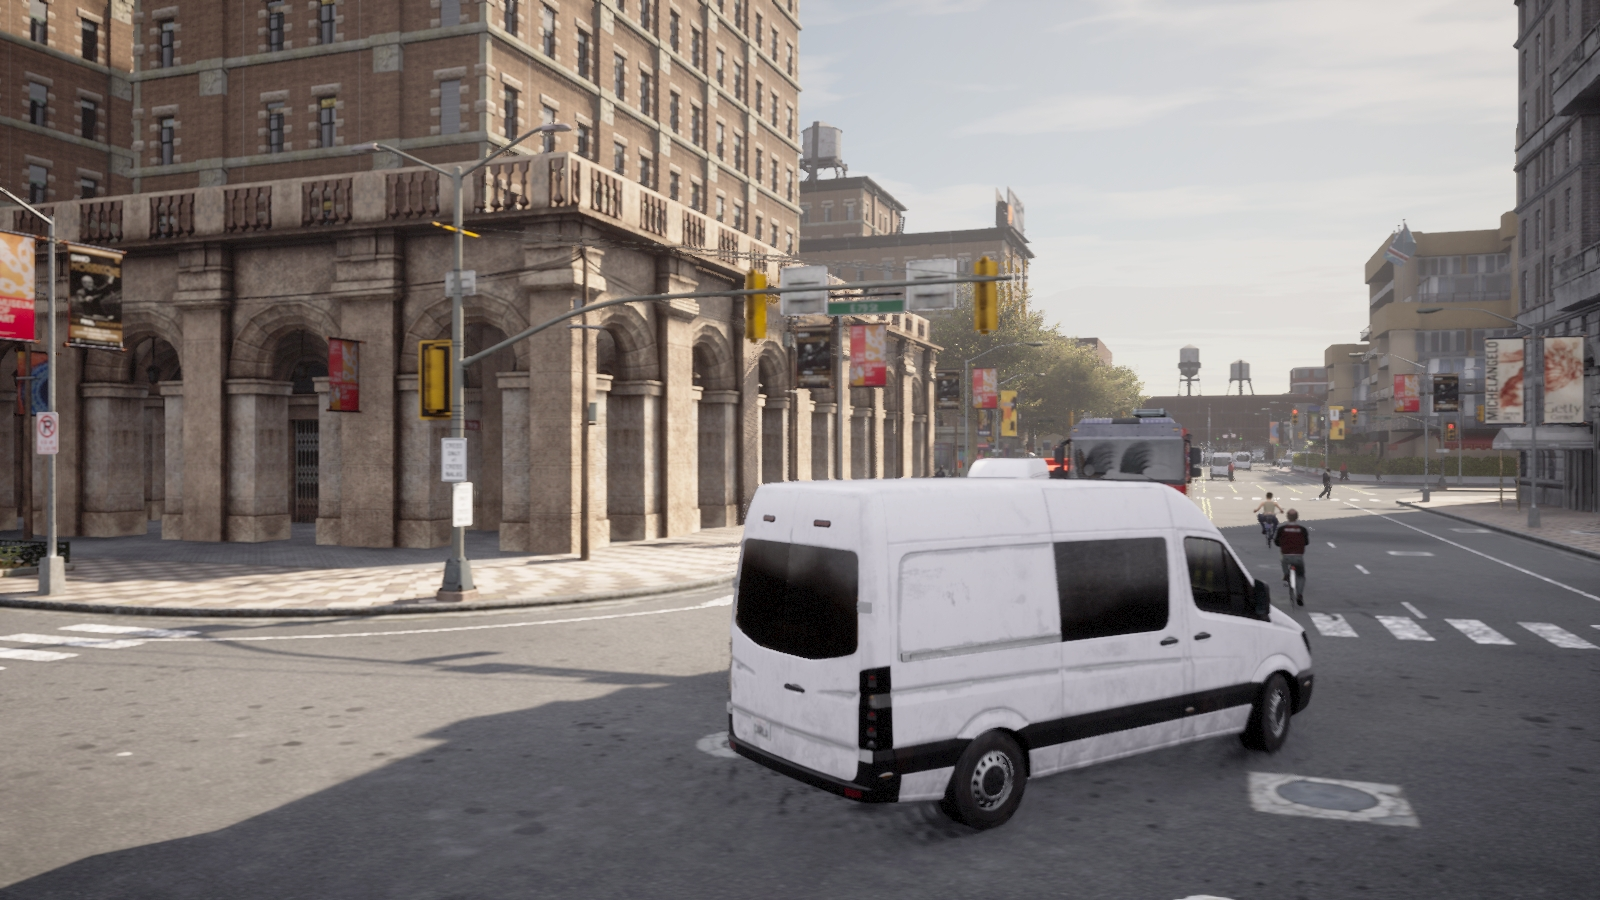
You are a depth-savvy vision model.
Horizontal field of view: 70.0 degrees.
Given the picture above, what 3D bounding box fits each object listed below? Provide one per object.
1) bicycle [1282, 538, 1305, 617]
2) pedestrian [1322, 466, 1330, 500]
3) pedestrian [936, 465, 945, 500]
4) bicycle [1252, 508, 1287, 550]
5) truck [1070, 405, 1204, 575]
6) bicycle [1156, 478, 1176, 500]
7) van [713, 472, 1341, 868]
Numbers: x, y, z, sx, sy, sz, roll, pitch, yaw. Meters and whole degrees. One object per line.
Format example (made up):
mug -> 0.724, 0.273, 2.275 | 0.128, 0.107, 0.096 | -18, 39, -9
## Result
bicycle -> 8.679, 2.210, 20.113 | 0.329, 1.171, 1.835 | 0, 0, 22
pedestrian -> 29.315, 1.849, 63.715 | 0.375, 1.860, 0.375 | 0, 0, 19
pedestrian -> 7.355, 1.695, 59.774 | 0.375, 1.860, 0.375 | 0, 0, 31
bicycle -> 13.452, 2.257, 32.762 | 0.859, 1.080, 1.487 | 0, 0, 20
truck -> 9.117, 0.891, 30.190 | 2.891, 3.827, 8.468 | 0, 0, 20
bicycle -> 20.729, 2.210, 64.711 | 0.329, 1.171, 1.835 | 0, 0, 42
van -> 2.280, 1.535, 10.229 | 5.915, 2.561, 1.988 | 0, 0, -35
